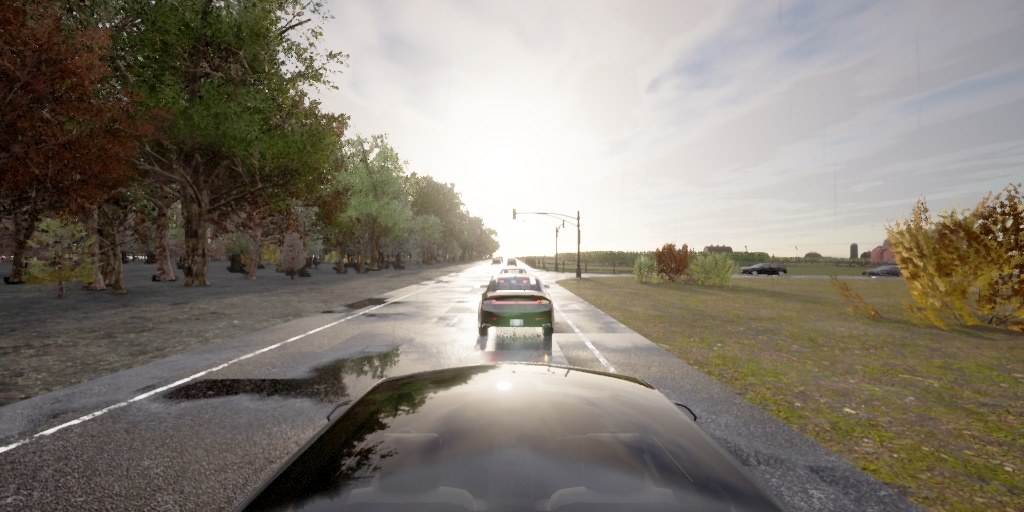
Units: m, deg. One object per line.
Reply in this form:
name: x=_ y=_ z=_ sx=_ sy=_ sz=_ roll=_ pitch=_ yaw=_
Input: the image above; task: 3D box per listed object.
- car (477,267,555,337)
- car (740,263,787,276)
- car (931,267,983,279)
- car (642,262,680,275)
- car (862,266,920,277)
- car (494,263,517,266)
car: x=0.090 y=1.243 z=10.279 sx=2.128 sy=1.511 sz=4.902 roll=0 pitch=0 yaw=0
car: x=30.048 y=1.610 z=42.932 sx=5.008 sy=1.535 sz=1.882 roll=1 pitch=-1 yaw=0
car: x=48.856 y=1.879 z=39.253 sx=4.718 sy=1.301 sz=1.895 roll=1 pitch=-1 yaw=1
car: x=17.679 y=1.350 z=43.010 sx=4.553 sy=1.767 sz=2.097 roll=1 pitch=-1 yaw=1
car: x=45.229 y=1.846 z=42.856 sx=5.357 sy=1.411 sz=2.033 roll=1 pitch=-1 yaw=1
car: x=0.076 y=1.300 z=20.020 sx=2.033 sy=1.411 sz=5.357 roll=0 pitch=0 yaw=0
